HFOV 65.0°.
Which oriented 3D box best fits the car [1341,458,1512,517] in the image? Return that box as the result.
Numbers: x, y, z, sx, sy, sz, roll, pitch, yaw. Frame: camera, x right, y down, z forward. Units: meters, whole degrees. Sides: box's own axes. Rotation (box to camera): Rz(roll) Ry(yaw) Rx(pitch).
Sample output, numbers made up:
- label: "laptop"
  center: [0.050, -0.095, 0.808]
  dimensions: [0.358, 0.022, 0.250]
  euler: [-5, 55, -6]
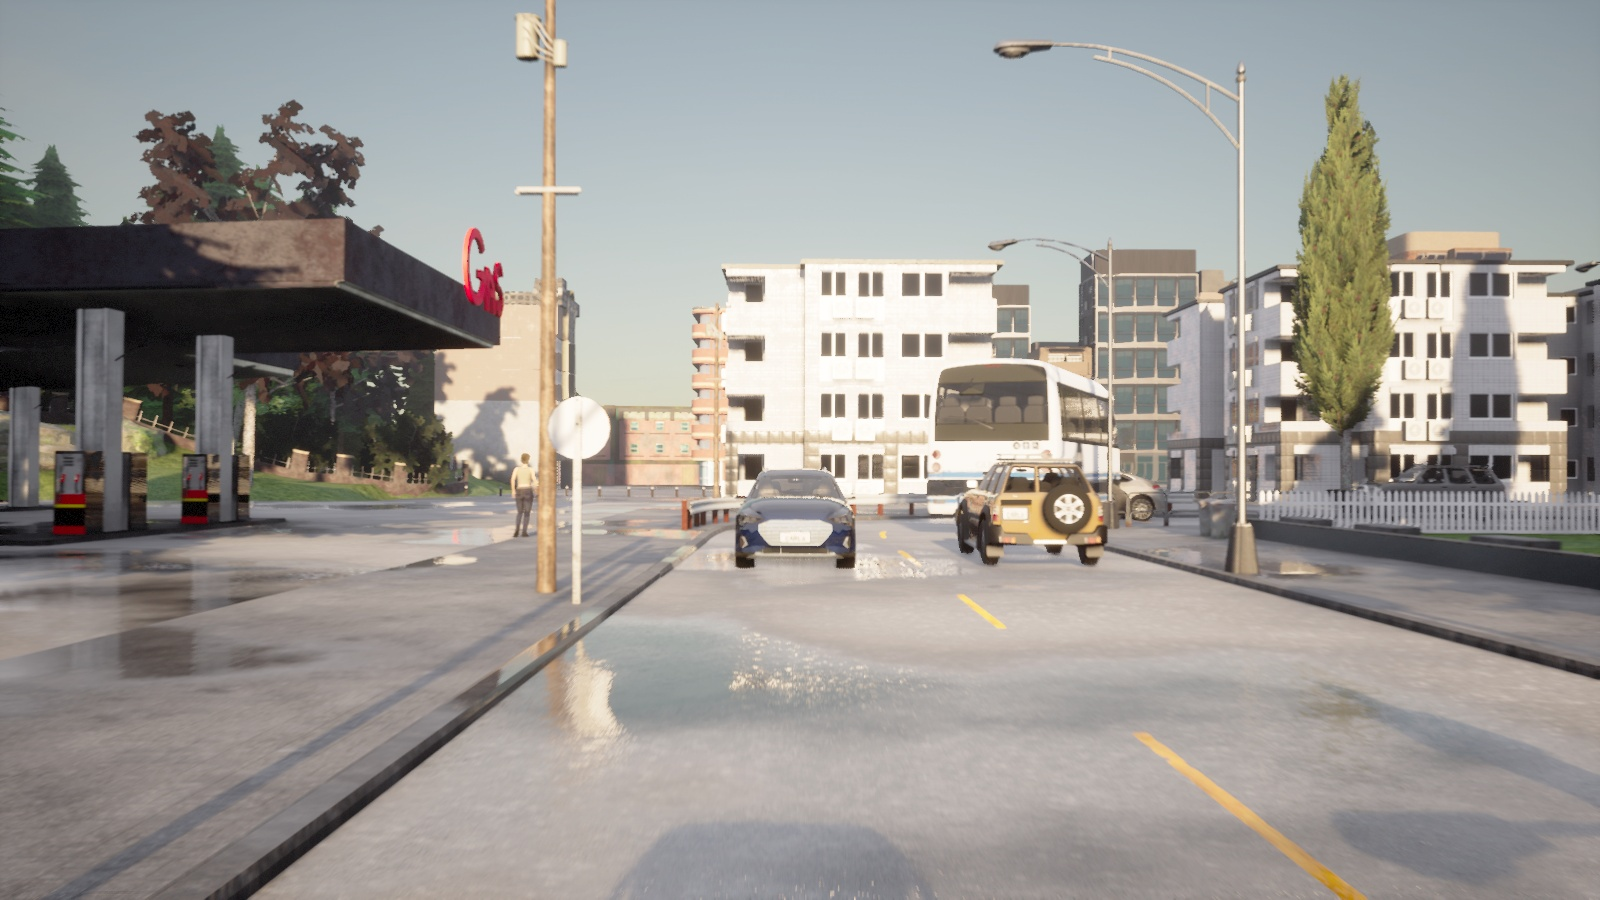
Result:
- label: "car"
  center: [20.322, 1.210, 40.863]
  dimensions: [4.605, 1.855, 1.932]
  euler: [0, -1, 0]

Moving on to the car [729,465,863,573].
- label: "car"
  center: [-0.065, 1.093, 21.591]
  dimensions: [2.033, 1.649, 4.856]
  euler: [0, -1, 0]

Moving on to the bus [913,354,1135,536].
- label: "bus"
  center: [6.572, -0.015, 34.828]
  dimensions: [3.944, 4.253, 10.273]
  euler: [-1, -1, 22]

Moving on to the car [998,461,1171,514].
- label: "car"
  center: [9.125, 1.214, 40.535]
  dimensions: [5.027, 1.651, 2.152]
  euler: [0, -2, -6]

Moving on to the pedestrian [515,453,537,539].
- label: "pedestrian"
  center: [-5.937, 0.988, 27.231]
  dimensions: [0.345, 1.836, 0.594]
  euler: [0, -1, 0]

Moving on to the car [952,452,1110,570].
- label: "car"
  center: [3.946, 0.977, 22.209]
  dimensions: [1.932, 1.855, 4.605]
  euler: [0, 0, 0]
